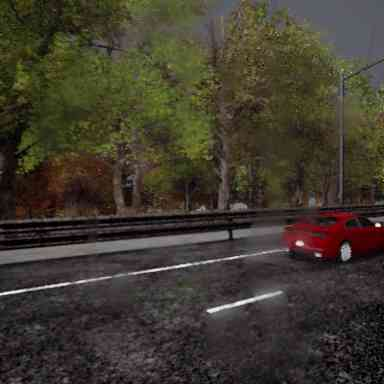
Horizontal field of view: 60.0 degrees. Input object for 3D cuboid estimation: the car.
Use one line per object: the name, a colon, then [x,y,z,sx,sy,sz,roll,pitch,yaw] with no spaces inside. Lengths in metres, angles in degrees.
car: [5.412,1.480,11.973,5.008,1.535,1.882,0,0,-36]
